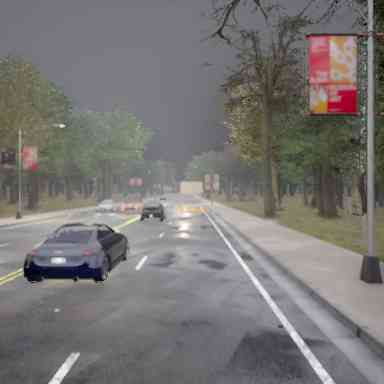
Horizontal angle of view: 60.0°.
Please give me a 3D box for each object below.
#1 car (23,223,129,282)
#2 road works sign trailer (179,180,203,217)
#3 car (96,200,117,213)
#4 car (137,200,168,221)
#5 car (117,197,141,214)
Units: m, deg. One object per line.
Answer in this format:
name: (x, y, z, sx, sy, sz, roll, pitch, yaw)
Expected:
car: (-3.154, 1.601, 9.870, 1.994, 1.385, 4.181, 0, 0, 0)
road works sign trailer: (-0.043, 0.601, 33.607, 2.380, 3.560, 2.880, 0, 0, 0)
car: (-9.901, 1.685, 39.293, 1.812, 1.442, 4.674, 0, 0, 0)
car: (-3.182, 1.618, 28.246, 1.837, 1.490, 4.892, 0, 0, 0)
car: (-6.647, 1.505, 37.693, 2.097, 1.767, 4.553, 0, 0, 0)
